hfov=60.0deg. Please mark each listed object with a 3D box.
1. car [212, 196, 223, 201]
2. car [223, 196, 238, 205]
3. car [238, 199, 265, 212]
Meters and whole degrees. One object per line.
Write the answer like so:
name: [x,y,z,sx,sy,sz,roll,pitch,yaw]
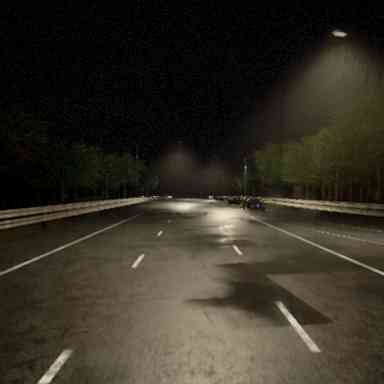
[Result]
car: [7.141,1.682,86.951,1.994,1.385,4.181,0,0,0]
car: [7.034,1.490,57.406,2.128,1.511,4.902,0,0,0]
car: [7.064,1.546,38.380,2.033,1.411,5.357,0,0,-1]
